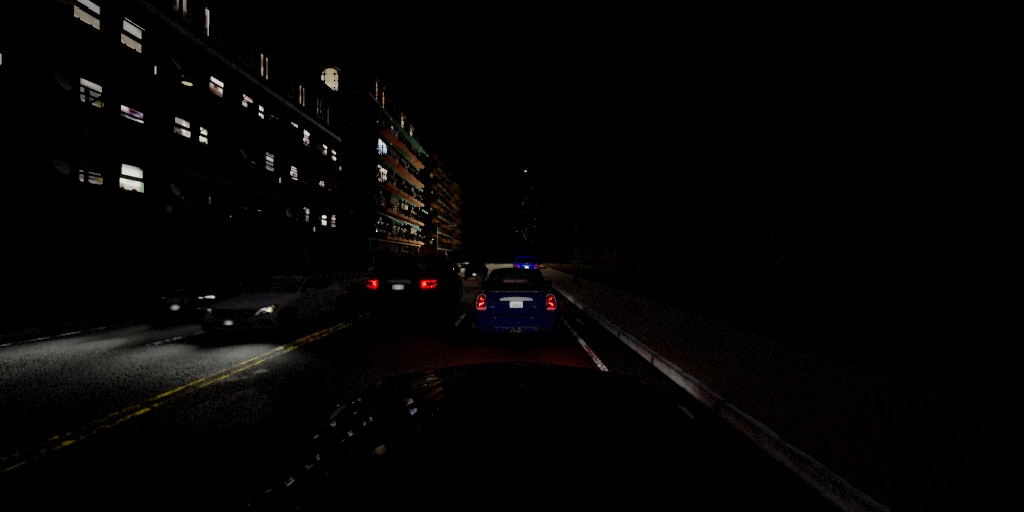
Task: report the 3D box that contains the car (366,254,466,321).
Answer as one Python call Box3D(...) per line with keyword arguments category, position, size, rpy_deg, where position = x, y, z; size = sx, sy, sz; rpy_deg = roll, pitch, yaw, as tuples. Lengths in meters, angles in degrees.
Box3D(category="car", position=(-3.150, 0.971, 12.611), size=(2.150, 2.045, 5.566), rpy_deg=(0, 0, 0))

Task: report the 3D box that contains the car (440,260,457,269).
Box3D(category="car", position=(-9.835, 1.316, 55.919), size=(1.994, 1.385, 4.181), rpy_deg=(0, 0, 0))

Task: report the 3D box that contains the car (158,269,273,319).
Box3D(category="car", position=(-9.850, 1.243, 12.941), size=(2.128, 1.511, 4.902), rpy_deg=(0, 0, 0))

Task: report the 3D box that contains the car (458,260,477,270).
Box3D(category="car", position=(-6.592, 1.300, 53.634), size=(2.033, 1.411, 5.357), rpy_deg=(0, 0, 0))

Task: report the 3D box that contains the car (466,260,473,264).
Box3D(category="car", position=(-3.148, 1.260, 32.496), size=(1.837, 1.490, 4.892), rpy_deg=(0, 1, 0))

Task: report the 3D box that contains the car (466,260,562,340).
Box3D(category="car", position=(0.099, 1.103, 10.122), size=(2.097, 1.767, 4.553), rpy_deg=(0, 0, 0))

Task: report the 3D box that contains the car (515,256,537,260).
Box3D(category="car", position=(1.140, 0.979, 30.076), size=(2.150, 2.045, 5.566), rpy_deg=(0, 0, 0))

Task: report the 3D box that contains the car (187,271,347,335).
Box3D(category="car", position=(-6.601, 1.277, 10.678), size=(1.812, 1.442, 4.674), rpy_deg=(0, 0, 0))
